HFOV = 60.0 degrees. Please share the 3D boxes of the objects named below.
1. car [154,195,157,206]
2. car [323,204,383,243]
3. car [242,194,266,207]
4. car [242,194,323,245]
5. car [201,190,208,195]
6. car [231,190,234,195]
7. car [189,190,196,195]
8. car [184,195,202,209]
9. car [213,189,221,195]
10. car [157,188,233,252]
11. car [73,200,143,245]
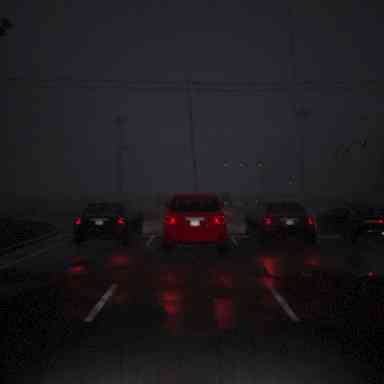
[{"bbox_3d":[-3.398,0.848,39.598,1.882,1.535,5.008,0,1,0],"label":"car"},{"bbox_3d":[7.099,1.259,14.622,2.128,1.511,4.902,0,1,0],"label":"car"},{"bbox_3d":[7.102,0.951,38.585,1.994,1.385,4.181,0,1,0],"label":"car"},{"bbox_3d":[3.598,1.121,14.356,2.097,1.767,4.553,0,1,0],"label":"car"},{"bbox_3d":[3.509,0.120,93.040,1.895,1.301,4.718,0,1,0],"label":"car"},{"bbox_3d":[3.602,0.899,38.115,1.837,1.490,4.892,0,1,0],"label":"car"},{"bbox_3d":[0.009,0.119,93.118,1.895,1.301,4.718,0,1,0],"label":"car"},{"bbox_3d":[0.101,1.021,36.461,1.895,1.301,4.718,0,1,0],"label":"car"},{"bbox_3d":[7.009,0.025,92.985,1.837,1.490,4.892,0,1,0],"label":"car"},{"bbox_3d":[0.097,1.014,13.009,2.150,2.045,5.566,0,1,0],"label":"car"},{"bbox_3d":[-3.402,1.122,14.332,2.097,1.767,4.553,0,1,0],"label":"car"}]
